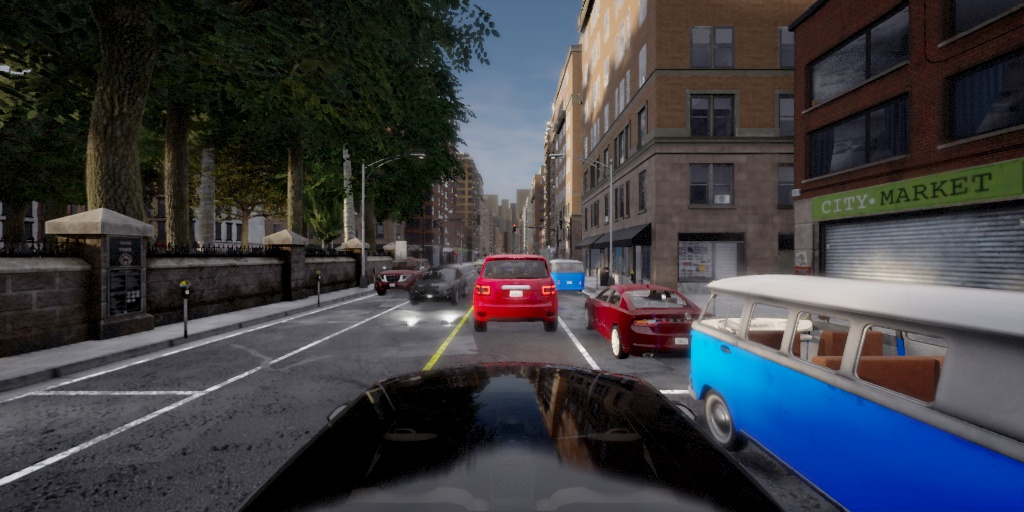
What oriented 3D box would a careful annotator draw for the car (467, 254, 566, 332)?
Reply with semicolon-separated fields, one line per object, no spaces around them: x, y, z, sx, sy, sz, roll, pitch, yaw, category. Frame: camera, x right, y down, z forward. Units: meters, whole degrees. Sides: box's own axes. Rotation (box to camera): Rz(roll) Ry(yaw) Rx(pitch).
0.089;0.972;11.015;2.150;2.045;5.566;0;0;0;car

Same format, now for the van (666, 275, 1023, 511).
2.856;1.091;2.597;1.690;1.789;3.998;0;0;0;van

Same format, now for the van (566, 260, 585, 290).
2.841;1.089;19.579;1.690;1.789;3.998;0;0;0;van

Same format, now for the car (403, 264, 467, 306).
-3.103;1.253;15.953;1.837;1.490;4.892;0;0;0;car

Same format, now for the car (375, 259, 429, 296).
-5.684;1.063;19.532;2.192;1.841;5.009;0;0;0;car

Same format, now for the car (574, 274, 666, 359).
2.851;1.295;8.258;1.888;1.381;4.507;0;0;0;car
